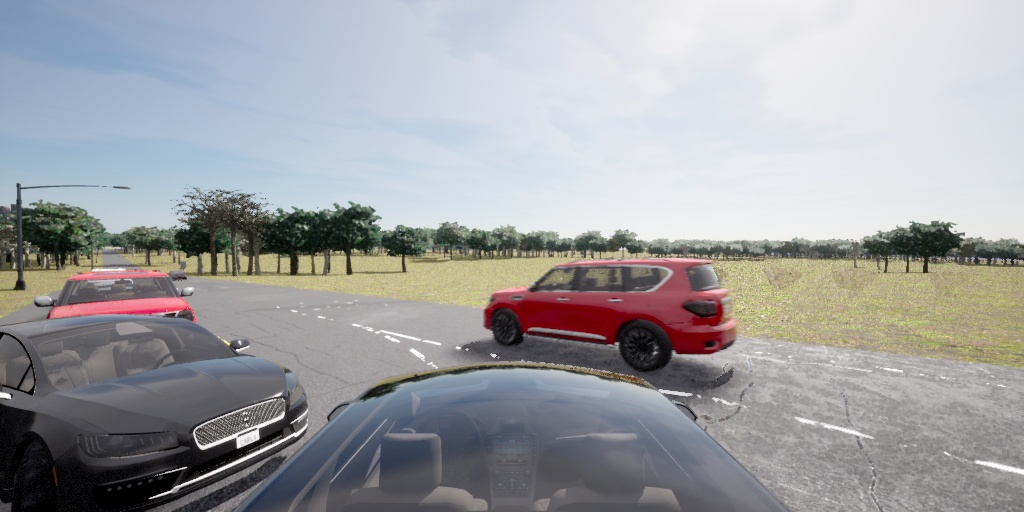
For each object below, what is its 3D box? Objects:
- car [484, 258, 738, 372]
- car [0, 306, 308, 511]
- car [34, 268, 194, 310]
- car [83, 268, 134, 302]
[{"bbox_3d":[1.830,1.110,8.152,5.566,2.045,2.150,-2,-1,41],"label":"car"},{"bbox_3d":[-4.540,1.445,3.996,4.892,1.490,1.837,-3,-3,21],"label":"car"},{"bbox_3d":[-9.426,1.384,8.668,5.566,2.045,2.150,-2,0,41],"label":"car"},{"bbox_3d":[-27.924,1.886,24.854,5.566,2.045,2.150,-2,0,41],"label":"car"}]
